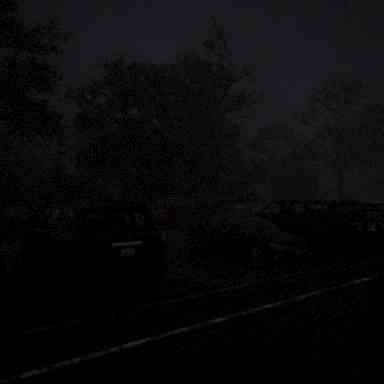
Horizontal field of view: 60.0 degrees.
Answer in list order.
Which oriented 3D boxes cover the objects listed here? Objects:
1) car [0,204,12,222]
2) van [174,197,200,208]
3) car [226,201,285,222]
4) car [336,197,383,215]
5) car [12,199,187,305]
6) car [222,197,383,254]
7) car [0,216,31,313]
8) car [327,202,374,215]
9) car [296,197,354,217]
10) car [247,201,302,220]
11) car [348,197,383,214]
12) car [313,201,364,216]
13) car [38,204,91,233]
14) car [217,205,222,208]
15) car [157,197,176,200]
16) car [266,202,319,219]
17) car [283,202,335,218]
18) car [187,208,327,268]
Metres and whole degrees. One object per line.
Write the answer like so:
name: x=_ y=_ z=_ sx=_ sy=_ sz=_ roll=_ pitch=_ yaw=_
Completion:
car: x=-10.334 y=1.492 z=19.136 sx=2.097 sy=1.535 sz=5.008 roll=0 pitch=0 yaw=-35
van: x=-1.325 y=1.367 z=25.686 sx=1.878 sy=1.987 sz=4.442 roll=1 pitch=0 yaw=-35
car: x=5.651 y=1.686 z=30.293 sx=1.946 sy=1.575 sz=5.366 roll=1 pitch=0 yaw=-36
car: x=21.426 y=1.680 z=41.751 sx=2.435 sy=2.045 sz=5.566 roll=1 pitch=-1 yaw=-36
car: x=-2.769 y=1.240 z=8.495 sx=2.435 sy=2.045 sz=5.566 roll=1 pitch=0 yaw=-35
car: x=4.083 y=1.312 z=13.372 sx=2.435 sy=2.045 sz=5.566 roll=1 pitch=0 yaw=-35
car: x=-5.032 y=1.476 z=6.842 sx=2.231 sy=1.521 sz=4.892 roll=0 pitch=0 yaw=-35
car: x=19.041 y=1.930 z=40.080 sx=2.002 sy=1.452 sz=4.674 roll=1 pitch=-1 yaw=-36
car: x=14.626 y=1.568 z=36.896 sx=2.435 sy=2.045 sz=5.566 roll=1 pitch=0 yaw=-36
car: x=7.814 y=1.721 z=32.058 sx=2.097 sy=1.535 sz=5.008 roll=1 pitch=0 yaw=-36
car: x=23.591 y=1.719 z=43.298 sx=2.435 sy=2.045 sz=5.566 roll=1 pitch=-1 yaw=-36
car: x=16.878 y=1.855 z=38.532 sx=2.097 sy=1.535 sz=5.008 roll=1 pitch=-1 yaw=-36
car: x=-8.062 y=1.554 z=20.749 sx=2.002 sy=1.452 sz=4.674 roll=1 pitch=0 yaw=-35
car: x=3.277 y=1.697 z=28.823 sx=2.002 sy=1.452 sz=4.674 roll=1 pitch=0 yaw=-35
car: x=-3.505 y=1.439 z=23.952 sx=2.185 sy=1.767 sz=4.553 roll=1 pitch=0 yaw=-35
car: x=10.093 y=1.783 z=33.657 sx=2.163 sy=1.488 sz=4.792 roll=1 pitch=0 yaw=-36
car: x=12.326 y=1.815 z=35.323 sx=2.163 sy=1.488 sz=4.792 roll=1 pitch=0 yaw=-36
car: x=1.809 y=1.536 z=11.725 sx=2.231 sy=1.521 sz=4.892 roll=1 pitch=0 yaw=-35
